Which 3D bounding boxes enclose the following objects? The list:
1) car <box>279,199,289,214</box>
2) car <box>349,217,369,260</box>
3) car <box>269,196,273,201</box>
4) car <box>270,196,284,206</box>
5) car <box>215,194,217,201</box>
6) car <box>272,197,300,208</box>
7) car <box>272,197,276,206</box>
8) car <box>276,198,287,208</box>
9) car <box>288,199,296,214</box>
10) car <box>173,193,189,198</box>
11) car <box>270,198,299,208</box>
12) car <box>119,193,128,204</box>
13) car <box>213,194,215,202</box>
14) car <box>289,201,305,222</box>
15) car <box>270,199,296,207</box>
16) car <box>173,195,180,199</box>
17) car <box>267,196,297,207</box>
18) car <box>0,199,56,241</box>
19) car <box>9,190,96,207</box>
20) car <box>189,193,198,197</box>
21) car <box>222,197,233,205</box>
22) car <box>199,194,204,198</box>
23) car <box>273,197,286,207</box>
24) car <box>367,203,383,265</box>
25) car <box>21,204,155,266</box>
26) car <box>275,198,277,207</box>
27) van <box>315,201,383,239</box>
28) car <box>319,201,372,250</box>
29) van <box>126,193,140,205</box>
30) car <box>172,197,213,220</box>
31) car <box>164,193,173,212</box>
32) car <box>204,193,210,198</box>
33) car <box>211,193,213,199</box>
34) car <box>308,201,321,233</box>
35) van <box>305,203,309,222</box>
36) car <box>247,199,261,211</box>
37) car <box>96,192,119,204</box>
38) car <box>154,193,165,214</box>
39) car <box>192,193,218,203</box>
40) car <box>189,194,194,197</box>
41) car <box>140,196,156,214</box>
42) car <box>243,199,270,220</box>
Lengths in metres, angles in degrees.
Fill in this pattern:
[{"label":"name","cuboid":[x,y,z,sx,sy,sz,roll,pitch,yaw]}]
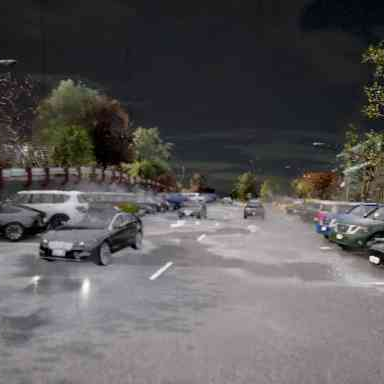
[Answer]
[{"label":"car","cuboid":[13.410,2.012,39.821,4.792,1.488,2.163,3,0,-10]},{"label":"car","cuboid":[8.031,1.816,10.718,4.792,1.488,2.163,3,0,-10]},{"label":"car","cuboid":[17.027,2.105,60.161,5.366,1.575,1.946,3,0,-10]},{"label":"car","cuboid":[16.671,2.100,57.294,4.892,1.521,2.231,3,0,-9]},{"label":"car","cuboid":[2.414,1.560,73.369,4.892,1.521,2.231,1,0,-10]},{"label":"car","cuboid":[17.783,2.013,63.110,4.553,1.767,2.185,3,0,-9]},{"label":"car","cuboid":[15.590,2.060,51.479,5.008,1.535,2.097,3,0,-9]},{"label":"car","cuboid":[14.155,2.009,42.781,5.366,1.575,1.946,3,0,-9]},{"label":"car","cuboid":[11.859,1.802,31.108,4.553,1.767,2.185,3,0,-9]},{"label":"car","cuboid":[-3.650,1.093,40.672,5.566,2.045,2.435,1,0,-10]},{"label":"car","cuboid":[18.289,2.157,66.017,4.892,1.521,2.231,3,0,-9]},{"label":"car","cuboid":[-6.958,1.099,22.850,4.553,1.767,2.185,1,0,-10]},{"label":"car","cuboid":[1.904,1.415,70.398,4.553,1.767,2.185,1,0,-10]},{"label":"car","cuboid":[11.282,1.908,28.189,4.892,1.521,2.231,3,0,-10]},{"label":"car","cuboid":[18.820,2.215,68.926,4.674,1.452,2.002,3,0,-10]},{"label":"car","cuboid":[-4.147,1.356,37.710,4.792,1.488,2.163,1,0,-9]},{"label":"car","cuboid":[19.399,1.944,71.847,5.566,2.045,2.435,3,0,-9]},{"label":"car","cuboid":[-8.600,1.193,13.917,4.792,1.488,2.163,1,0,-9]},{"label":"car","cuboid":[-8.045,0.933,16.891,5.566,2.045,2.435,1,0,-9]},{"label":"car","cuboid":[-2.489,1.134,46.623,5.566,2.045,2.435,1,0,-9]},{"label":"car","cuboid":[6.941,1.768,65.220,1.812,1.442,4.674,2,0,11]},{"label":"car","cuboid":[-1.453,1.171,52.561,5.566,2.045,2.435,1,0,-10]},{"label":"car","cuboid":[15.233,2.047,48.600,5.366,1.575,1.946,3,0,-9]},{"label":"car","cuboid":[7.552,1.518,7.842,5.566,2.045,2.435,3,0,-9]},{"label":"car","cuboid":[-3.111,1.374,11.309,2.128,1.511,4.902,2,0,11]},{"label":"car","cuboid":[14.513,2.022,45.648,5.008,1.535,2.097,3,0,-10]},{"label":"van","cuboid":[9.794,1.628,19.489,4.442,1.987,1.878,3,0,-9]},{"label":"car","cuboid":[8.578,1.555,13.636,5.566,2.045,2.435,3,0,-10]},{"label":"van","cuboid":[-6.486,1.017,25.797,4.442,1.987,1.878,1,0,-10]},{"label":"car","cuboid":[0.138,1.495,28.582,2.128,1.511,4.902,2,0,11]},{"label":"car","cuboid":[-4.695,1.181,34.737,4.553,1.767,2.185,1,0,-10]},{"label":"car","cuboid":[-0.295,1.211,58.517,5.566,2.045,2.435,1,0,-10]},{"label":"car","cuboid":[1.292,1.394,67.422,4.553,1.767,2.185,1,0,-10]},{"label":"car","cuboid":[9.117,1.575,16.546,5.566,2.045,2.435,3,0,-10]},{"label":"van","cuboid":[10.334,1.648,22.399,4.442,1.987,1.878,3,0,-9]},{"label":"car","cuboid":[8.818,1.799,47.276,1.882,1.535,5.008,2,0,10]},{"label":"car","cuboid":[-7.448,0.954,19.893,5.566,2.045,2.435,1,0,-10]},{"label":"car","cuboid":[-5.238,1.161,31.757,4.553,1.767,2.185,1,0,-9]},{"label":"car","cuboid":[2.952,1.327,76.326,5.566,2.045,2.435,1,0,-9]},{"label":"car","cuboid":[-2.895,1.366,43.683,5.366,1.575,1.946,1,0,-10]},{"label":"car","cuboid":[-5.835,1.267,28.795,4.892,1.521,2.231,1,0,-10]},{"label":"car","cuboid":[5.867,1.707,31.328,2.128,1.511,4.902,2,0,11]}]
